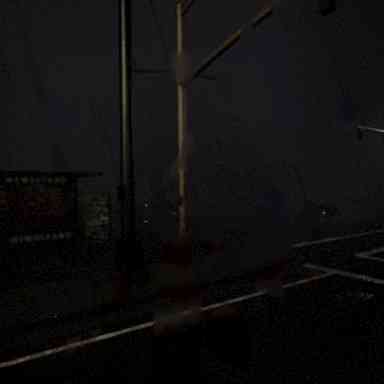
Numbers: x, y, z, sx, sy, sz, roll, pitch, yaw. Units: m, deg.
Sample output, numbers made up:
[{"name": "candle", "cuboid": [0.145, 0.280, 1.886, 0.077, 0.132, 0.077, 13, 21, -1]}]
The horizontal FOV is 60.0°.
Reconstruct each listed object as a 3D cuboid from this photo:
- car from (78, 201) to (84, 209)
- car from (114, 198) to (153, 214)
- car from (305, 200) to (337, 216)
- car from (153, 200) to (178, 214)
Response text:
[{"name": "car", "cuboid": [-17.265, 1.979, 49.908, 1.895, 1.301, 4.718, -1, 0, -36]}, {"name": "car", "cuboid": [-6.386, 1.402, 34.734, 2.097, 1.767, 4.553, -1, 0, -36]}, {"name": "car", "cuboid": [10.626, 1.286, 27.742, 1.895, 1.301, 4.718, -1, 0, 12]}, {"name": "car", "cuboid": [-2.802, 1.531, 35.754, 1.994, 1.385, 4.181, -1, 0, -36]}]
